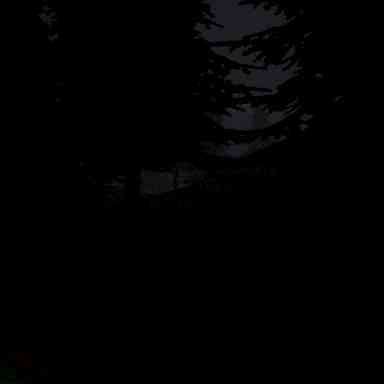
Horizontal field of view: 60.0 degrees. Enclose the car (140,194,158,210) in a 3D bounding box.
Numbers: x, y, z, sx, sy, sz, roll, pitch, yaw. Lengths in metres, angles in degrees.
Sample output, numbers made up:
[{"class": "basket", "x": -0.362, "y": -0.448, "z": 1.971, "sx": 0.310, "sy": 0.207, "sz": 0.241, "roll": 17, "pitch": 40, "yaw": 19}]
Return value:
[{"class": "car", "x": -6.466, "y": 1.203, "z": 39.262, "sx": 2.150, "sy": 2.045, "sz": 5.566, "roll": 0, "pitch": 0, "yaw": 37}]
